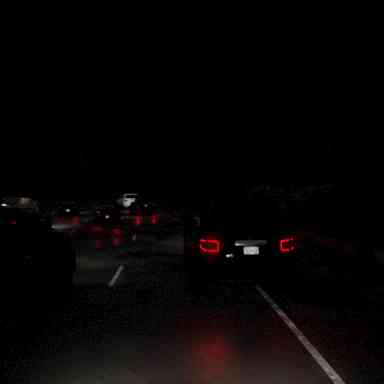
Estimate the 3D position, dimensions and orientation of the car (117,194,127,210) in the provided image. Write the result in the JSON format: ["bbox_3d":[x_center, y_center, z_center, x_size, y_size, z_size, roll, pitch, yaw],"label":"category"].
[{"bbox_3d":[-8.499,1.228,43.700,2.150,2.045,5.566,0,0,-25],"label":"car"}]

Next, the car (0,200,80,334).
[{"bbox_3d":[-3.602,1.225,5.100,2.150,2.045,5.566,0,0,-2],"label":"car"}]

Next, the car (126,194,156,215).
[{"bbox_3d":[-5.123,1.357,34.209,2.097,1.767,4.553,0,0,-19],"label":"car"}]

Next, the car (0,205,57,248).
[{"bbox_3d":[-8.141,1.494,15.791,2.128,1.511,4.902,0,0,-8],"label":"car"}]

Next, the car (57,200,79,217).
[{"bbox_3d":[-12.179,1.530,32.987,1.812,1.442,4.674,0,0,-17],"label":"car"}]

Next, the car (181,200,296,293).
[{"bbox_3d":[0.946,1.225,9.097,2.150,2.045,5.566,0,0,-4],"label":"car"}]

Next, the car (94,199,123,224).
[{"bbox_3d":[-6.346,1.529,25.145,1.812,1.442,4.674,0,0,-13],"label":"car"}]
